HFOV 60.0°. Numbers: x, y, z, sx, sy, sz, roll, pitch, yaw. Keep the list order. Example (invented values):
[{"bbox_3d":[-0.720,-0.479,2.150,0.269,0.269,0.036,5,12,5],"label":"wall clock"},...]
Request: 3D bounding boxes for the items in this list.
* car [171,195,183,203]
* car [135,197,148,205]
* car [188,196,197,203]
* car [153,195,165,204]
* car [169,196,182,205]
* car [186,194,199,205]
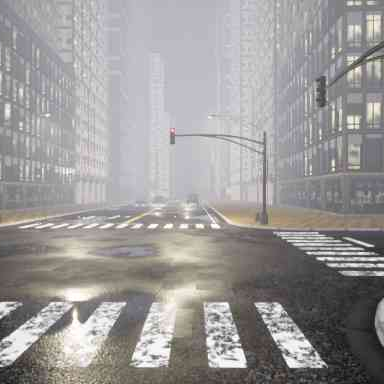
[{"bbox_3d":[-3.121,1.495,70.118,2.128,1.511,4.902,0,0,0],"label":"car"},{"bbox_3d":[-9.631,1.663,64.296,2.033,1.411,5.357,0,0,0],"label":"car"},{"bbox_3d":[0.130,1.540,70.529,1.994,1.385,4.181,0,0,0],"label":"car"},{"bbox_3d":[-6.381,1.468,64.321,2.097,1.767,4.553,0,0,0],"label":"car"},{"bbox_3d":[-3.139,1.702,60.146,1.895,1.301,4.718,0,0,0],"label":"car"},{"bbox_3d":[0.111,1.322,60.142,2.150,2.045,5.566,0,0,0],"label":"car"}]
